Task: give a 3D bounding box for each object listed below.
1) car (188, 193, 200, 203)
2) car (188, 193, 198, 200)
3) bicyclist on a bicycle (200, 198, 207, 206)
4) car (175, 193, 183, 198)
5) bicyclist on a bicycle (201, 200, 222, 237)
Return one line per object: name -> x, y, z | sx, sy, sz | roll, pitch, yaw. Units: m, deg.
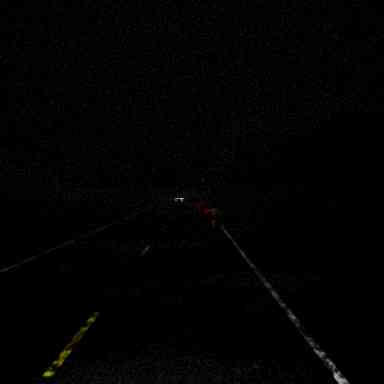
car -> 0.242, 1.108, 57.295 | 1.812, 1.442, 4.674 | 0, 0, 0
car -> 0.183, 1.003, 73.625 | 2.033, 1.411, 5.357 | 0, 0, 0
bicyclist on a bicycle -> 1.045, 1.250, 25.535 | 0.866, 1.612, 1.509 | 0, 0, 0
car -> -3.285, 0.892, 86.482 | 1.812, 1.442, 4.674 | 0, 0, 0
bicyclist on a bicycle -> 1.021, 1.319, 16.075 | 0.866, 1.612, 1.509 | 0, 0, 0
